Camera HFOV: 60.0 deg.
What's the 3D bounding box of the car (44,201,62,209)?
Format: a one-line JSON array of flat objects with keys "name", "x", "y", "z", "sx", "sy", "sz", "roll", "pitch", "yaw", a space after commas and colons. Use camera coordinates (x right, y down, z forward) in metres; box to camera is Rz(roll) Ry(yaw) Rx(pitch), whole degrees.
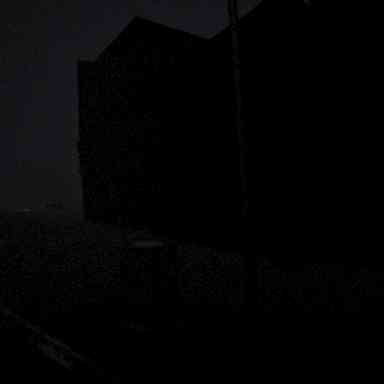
[{"name": "car", "x": -26.349, "y": 2.470, "z": 63.238, "sx": 1.812, "sy": 1.442, "sz": 4.674, "roll": -4, "pitch": -1, "yaw": 4}]
